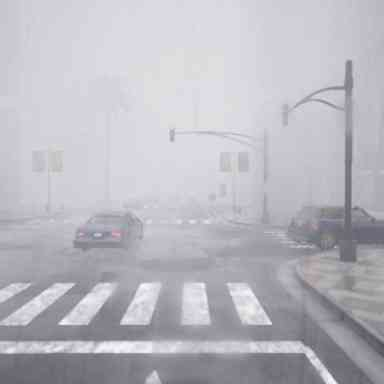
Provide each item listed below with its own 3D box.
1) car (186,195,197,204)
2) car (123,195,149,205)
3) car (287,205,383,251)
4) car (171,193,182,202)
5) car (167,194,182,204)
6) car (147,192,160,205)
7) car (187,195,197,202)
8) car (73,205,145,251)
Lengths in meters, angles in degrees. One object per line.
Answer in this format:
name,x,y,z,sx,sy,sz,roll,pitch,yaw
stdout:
car,-0.032,1.479,59.372,1.895,1.301,4.718,0,0,1
car,-6.641,1.400,38.280,2.033,1.411,5.357,0,0,0
car,6.415,1.336,13.904,4.553,1.767,2.097,0,1,-14
car,-3.333,1.164,70.954,2.097,1.767,4.553,0,0,0
car,-3.322,1.235,60.919,2.097,1.767,4.553,0,0,0
car,-6.626,1.088,55.588,2.150,2.045,5.566,0,0,0
car,-0.083,1.349,70.987,2.033,1.411,5.357,0,0,0
car,-3.176,1.475,13.728,2.033,1.411,5.357,0,0,0
